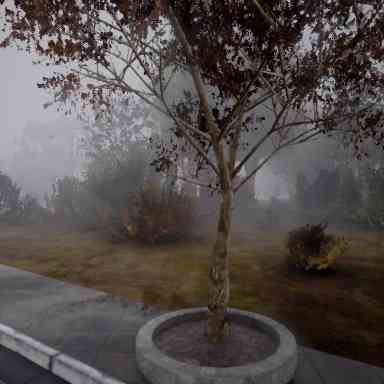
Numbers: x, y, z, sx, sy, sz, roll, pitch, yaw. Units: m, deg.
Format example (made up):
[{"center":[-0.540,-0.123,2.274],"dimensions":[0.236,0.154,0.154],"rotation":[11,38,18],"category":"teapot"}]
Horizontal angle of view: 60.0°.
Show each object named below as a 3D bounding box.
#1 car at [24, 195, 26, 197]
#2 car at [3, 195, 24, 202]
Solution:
[{"center":[-22.570,1.174,43.292],"dimensions":[1.837,1.490,4.892],"rotation":[1,0,32],"category":"car"},{"center":[-20.103,1.261,33.757],"dimensions":[1.812,1.442,4.674],"rotation":[1,0,32],"category":"car"}]
